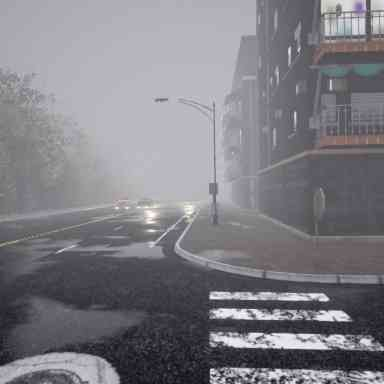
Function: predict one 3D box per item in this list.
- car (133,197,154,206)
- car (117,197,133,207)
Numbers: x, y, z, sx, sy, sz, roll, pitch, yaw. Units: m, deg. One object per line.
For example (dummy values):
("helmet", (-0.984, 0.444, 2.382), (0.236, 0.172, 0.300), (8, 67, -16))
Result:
("car", (-7.435, 1.551, 53.623), (2.033, 1.411, 5.357), (-1, 0, 3))
("car", (-10.680, 1.525, 53.810), (1.882, 1.535, 5.008), (-1, 0, 3))
